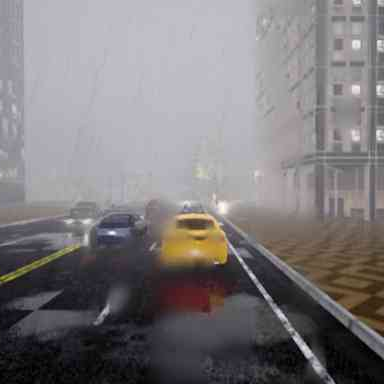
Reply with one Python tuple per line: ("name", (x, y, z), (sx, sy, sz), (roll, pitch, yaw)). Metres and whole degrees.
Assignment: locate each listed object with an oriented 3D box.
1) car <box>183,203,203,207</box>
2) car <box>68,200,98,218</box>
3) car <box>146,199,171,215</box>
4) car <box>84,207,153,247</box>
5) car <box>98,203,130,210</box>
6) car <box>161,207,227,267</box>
("car", (0.099, 1.667, 30.711), (1.895, 1.301, 4.718), (0, 0, 0))
("car", (-9.847, 1.571, 30.847), (1.837, 1.490, 4.892), (0, 0, 0))
("car", (-3.153, 1.420, 31.890), (2.097, 1.767, 4.553), (0, 0, 0))
("car", (-3.155, 1.598, 15.145), (1.994, 1.385, 4.181), (0, 0, 0))
("car", (-6.598, 1.665, 29.699), (1.895, 1.301, 4.718), (0, 0, 0))
("car", (0.091, 1.504, 11.517), (1.882, 1.535, 5.008), (0, 0, 0))
